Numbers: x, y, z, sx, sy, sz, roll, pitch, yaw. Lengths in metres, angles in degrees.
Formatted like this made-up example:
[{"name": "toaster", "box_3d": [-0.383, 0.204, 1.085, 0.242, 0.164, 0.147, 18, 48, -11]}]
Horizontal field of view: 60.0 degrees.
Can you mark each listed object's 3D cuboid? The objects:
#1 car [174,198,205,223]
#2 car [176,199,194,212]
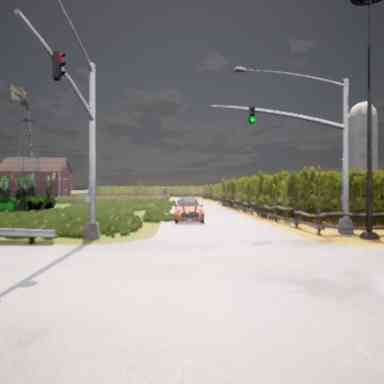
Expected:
[{"name": "car", "box_3d": [-0.239, 1.269, 24.493, 2.097, 1.767, 4.553, 0, 0, -3]}, {"name": "car", "box_3d": [-0.844, 1.456, 37.228, 1.895, 1.301, 4.718, 0, 0, -3]}]
